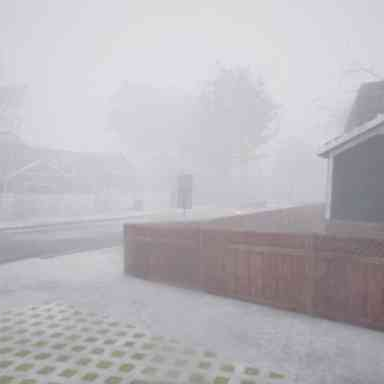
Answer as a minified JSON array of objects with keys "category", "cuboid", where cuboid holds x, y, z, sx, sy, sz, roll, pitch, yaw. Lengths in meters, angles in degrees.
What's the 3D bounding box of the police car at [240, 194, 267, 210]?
[{"category":"police car","cuboid":[7.175,1.128,38.720,1.930,1.638,5.238,4,2,30]}]
